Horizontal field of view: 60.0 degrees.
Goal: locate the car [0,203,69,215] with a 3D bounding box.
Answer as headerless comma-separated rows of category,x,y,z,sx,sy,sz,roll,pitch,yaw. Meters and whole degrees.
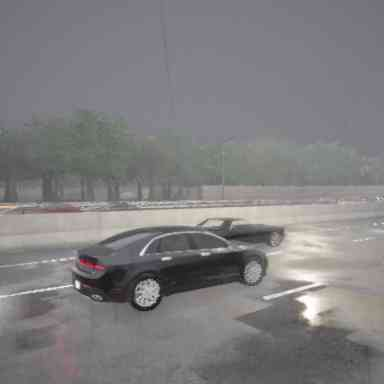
car,-9.804,1.616,18.492,5.008,1.535,1.882,0,0,-36

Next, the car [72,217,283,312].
car,-0.244,1.555,7.874,4.892,1.490,1.837,0,0,-36

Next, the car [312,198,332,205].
car,21.255,1.774,53.375,4.674,1.442,1.812,0,0,-35

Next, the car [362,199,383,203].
car,24.321,1.705,42.721,4.674,1.442,1.812,0,0,-35

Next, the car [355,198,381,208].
car,28.870,1.785,54.421,4.181,1.385,1.994,0,0,-34

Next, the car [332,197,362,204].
car,21.513,1.553,45.021,4.553,1.767,2.097,0,0,-35

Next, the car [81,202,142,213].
car,-6.800,1.698,29.249,4.892,1.490,1.837,0,0,-36

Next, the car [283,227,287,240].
car,1.706,1.679,13.576,4.718,1.301,1.895,0,0,-36

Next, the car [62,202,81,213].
car,-12.364,1.688,29.574,5.008,1.535,1.882,0,0,-36

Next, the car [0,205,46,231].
car,-12.162,1.638,21.108,5.008,1.535,1.882,0,0,-36
